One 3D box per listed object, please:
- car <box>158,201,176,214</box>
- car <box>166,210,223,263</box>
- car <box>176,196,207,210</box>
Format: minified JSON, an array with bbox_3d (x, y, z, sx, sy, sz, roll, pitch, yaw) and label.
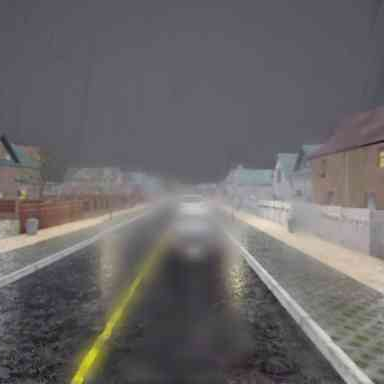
[{"bbox_3d":[-2.825,1.790,38.862,1.994,1.385,4.181,0,0,0],"label":"car"},{"bbox_3d":[0.079,1.595,12.068,1.812,1.442,4.674,0,0,0],"label":"car"},{"bbox_3d":[0.090,1.380,28.111,2.150,2.045,5.566,0,-1,0],"label":"car"}]
